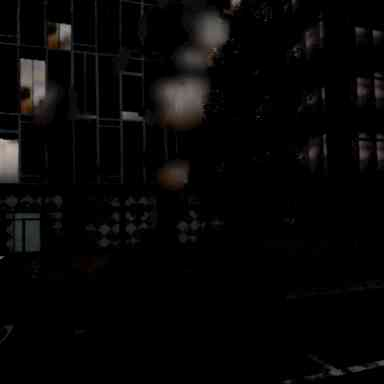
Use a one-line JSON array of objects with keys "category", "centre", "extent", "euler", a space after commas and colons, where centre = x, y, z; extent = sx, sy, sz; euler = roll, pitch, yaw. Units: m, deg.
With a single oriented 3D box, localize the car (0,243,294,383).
[{"category": "car", "centre": [-0.727, 1.599, 4.762], "extent": [4.097, 1.590, 1.967], "euler": [0, -2, -18]}]
